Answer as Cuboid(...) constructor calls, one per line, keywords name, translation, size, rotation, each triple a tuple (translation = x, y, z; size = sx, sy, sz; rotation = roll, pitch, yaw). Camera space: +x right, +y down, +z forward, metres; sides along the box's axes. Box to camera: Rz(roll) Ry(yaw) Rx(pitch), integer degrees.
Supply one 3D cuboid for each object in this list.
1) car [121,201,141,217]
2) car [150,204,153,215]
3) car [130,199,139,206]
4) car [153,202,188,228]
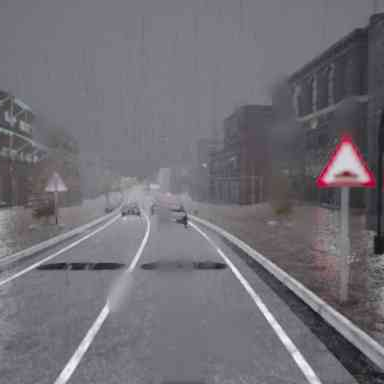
Cuboid(name="car", translation=(-6.480, 1.950, 35.568), size=(1.994, 1.385, 4.181), rotation=(0, -2, -9))
Cuboid(name="car", translation=(-4.088, 2.010, 40.517), size=(2.128, 1.511, 4.902), rotation=(0, -2, -9))
Cuboid(name="car", translation=(-13.377, 2.338, 76.846), size=(1.994, 1.385, 4.181), rotation=(0, 1, -10))
Cuboid(name="car", translation=(-1.389, 1.548, 22.553), size=(2.128, 1.511, 4.902), rotation=(0, -1, -7))
